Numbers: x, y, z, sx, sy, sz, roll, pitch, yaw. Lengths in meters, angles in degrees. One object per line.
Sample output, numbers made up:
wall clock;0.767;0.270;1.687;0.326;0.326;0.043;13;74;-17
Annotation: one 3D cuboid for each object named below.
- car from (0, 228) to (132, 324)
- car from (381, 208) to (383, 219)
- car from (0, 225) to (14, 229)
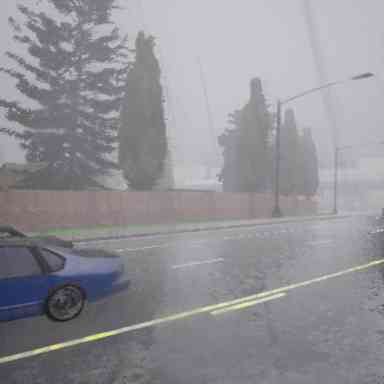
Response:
car;-3.752;1.530;5.644;5.357;1.411;2.033;0;0;-36
car;23.307;2.286;38.677;2.097;1.767;4.553;1;-2;31
car;-5.681;1.575;8.586;4.718;1.301;1.895;0;0;-36
